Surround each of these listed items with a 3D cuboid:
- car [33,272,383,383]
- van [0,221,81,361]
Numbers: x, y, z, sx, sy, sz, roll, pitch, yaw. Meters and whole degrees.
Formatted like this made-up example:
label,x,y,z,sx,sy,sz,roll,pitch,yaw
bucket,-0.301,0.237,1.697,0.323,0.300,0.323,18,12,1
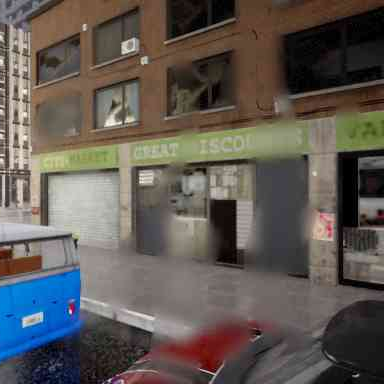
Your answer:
label,x,y,z,sx,sy,sz,roll,pitch,yaw
car,1.165,1.440,1.896,4.097,1.590,1.967,0,0,35
van,-3.474,1.343,5.191,3.998,1.788,1.690,0,0,35
